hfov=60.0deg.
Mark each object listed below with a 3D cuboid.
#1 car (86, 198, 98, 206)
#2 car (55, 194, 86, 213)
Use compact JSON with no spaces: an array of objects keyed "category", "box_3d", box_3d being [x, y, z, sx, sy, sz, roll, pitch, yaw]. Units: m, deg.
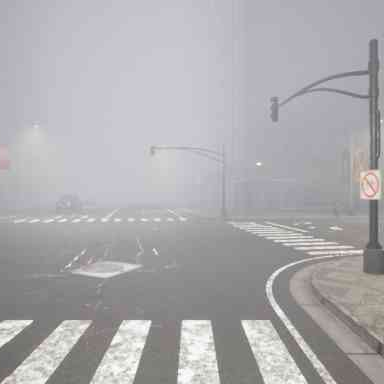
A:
[{"category":"car","box_3d":[-16.452,1.601,53.854,1.994,1.385,4.181,0,0,-9]},{"category":"car","box_3d":[-13.863,1.243,37.690,2.150,2.045,5.566,0,0,-9]}]
